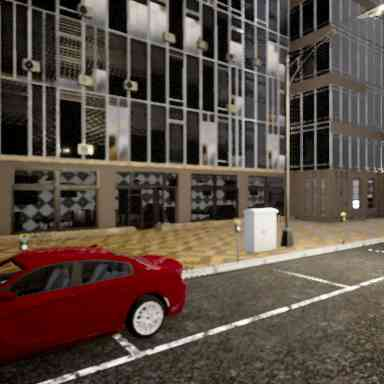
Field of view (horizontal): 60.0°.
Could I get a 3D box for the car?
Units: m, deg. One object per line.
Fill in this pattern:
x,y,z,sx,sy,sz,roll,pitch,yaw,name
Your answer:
-2.194,1.544,4.998,4.507,1.381,1.887,0,0,-36,car
